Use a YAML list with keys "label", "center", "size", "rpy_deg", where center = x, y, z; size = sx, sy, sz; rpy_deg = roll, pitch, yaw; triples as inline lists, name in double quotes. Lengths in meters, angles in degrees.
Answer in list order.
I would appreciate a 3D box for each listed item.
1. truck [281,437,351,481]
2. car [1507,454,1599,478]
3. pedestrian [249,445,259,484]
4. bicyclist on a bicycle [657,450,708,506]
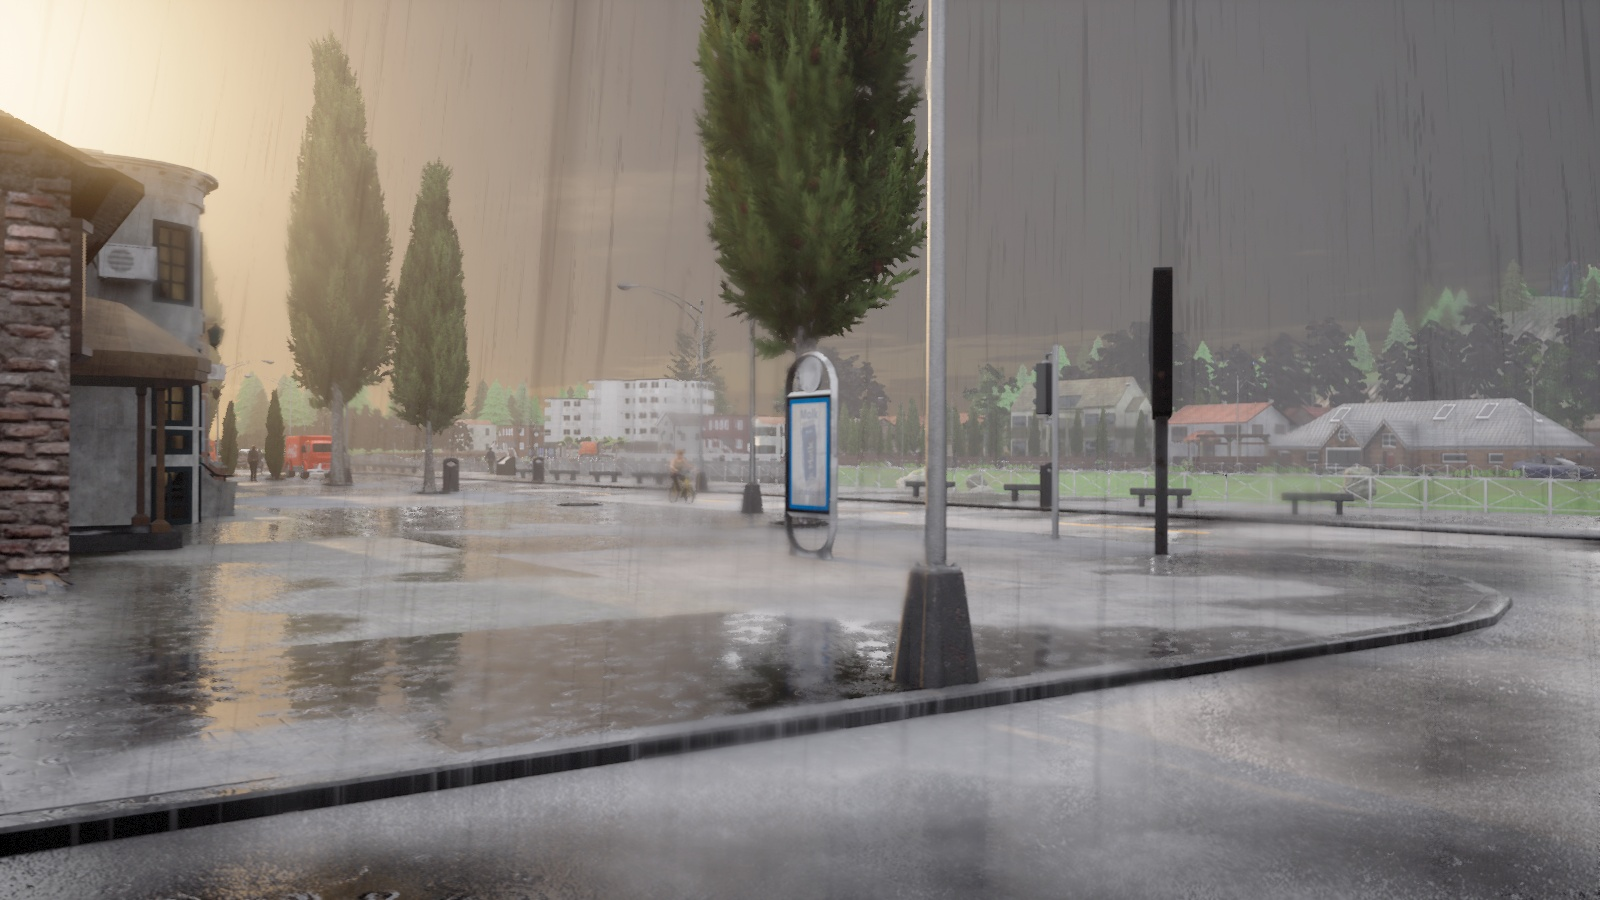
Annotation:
- label: "truck"
  center: [-28.061, 0.526, 72.694]
  size: [2.627, 2.467, 5.204]
  rpy_deg: [0, 0, -35]
- label: "car"
  center: [47.403, 0.981, 78.815]
  size: [2.163, 1.488, 4.792]
  rpy_deg: [0, 0, -34]
- label: "pedestrian"
  center: [-25.927, 0.675, 59.626]
  size: [0.331, 1.846, 0.634]
  rpy_deg: [0, 0, -34]
- label: "bicyclist on a bicycle"
  center: [-3.450, 0.810, 36.896]
  size: [0.866, 1.612, 1.509]
  rpy_deg: [0, 0, -35]
